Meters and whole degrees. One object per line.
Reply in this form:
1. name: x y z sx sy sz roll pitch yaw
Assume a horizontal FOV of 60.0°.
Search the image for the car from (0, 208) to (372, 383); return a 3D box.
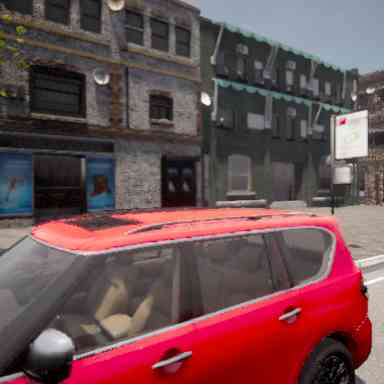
1. car: -0.630 1.221 2.929 5.566 2.045 2.150 0 0 -36
